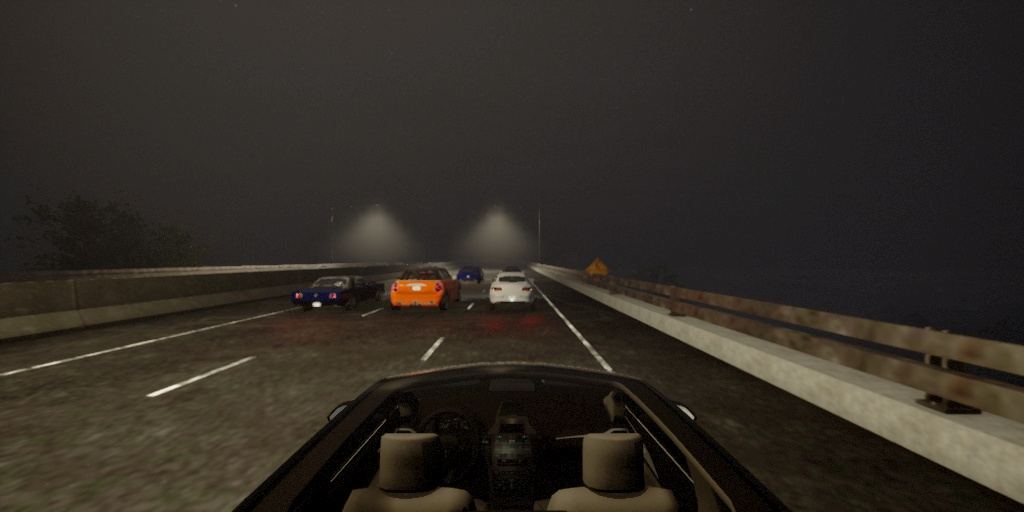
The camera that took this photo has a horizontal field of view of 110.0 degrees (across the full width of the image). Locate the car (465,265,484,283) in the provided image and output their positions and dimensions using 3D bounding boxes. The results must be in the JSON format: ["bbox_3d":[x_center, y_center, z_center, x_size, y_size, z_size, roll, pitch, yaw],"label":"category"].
[{"bbox_3d":[-3.487,1.512,31.086,1.882,1.535,5.008,0,0,0],"label":"car"}]

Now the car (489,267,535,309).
[{"bbox_3d":[0.019,1.414,15.756,1.812,1.442,4.674,0,0,0],"label":"car"}]

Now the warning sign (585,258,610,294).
[{"bbox_3d":[4.542,1.036,19.106,1.300,1.860,1.060,0,0,0],"label":"warning sign"}]

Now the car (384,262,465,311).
[{"bbox_3d":[-3.485,1.234,15.266,2.097,1.767,4.553,0,-1,0],"label":"car"}]

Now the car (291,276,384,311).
[{"bbox_3d":[-6.987,1.483,15.094,1.895,1.301,4.718,0,-1,0],"label":"car"}]

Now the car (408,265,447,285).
[{"bbox_3d":[-6.993,1.520,30.355,2.128,1.511,4.902,0,0,0],"label":"car"}]
